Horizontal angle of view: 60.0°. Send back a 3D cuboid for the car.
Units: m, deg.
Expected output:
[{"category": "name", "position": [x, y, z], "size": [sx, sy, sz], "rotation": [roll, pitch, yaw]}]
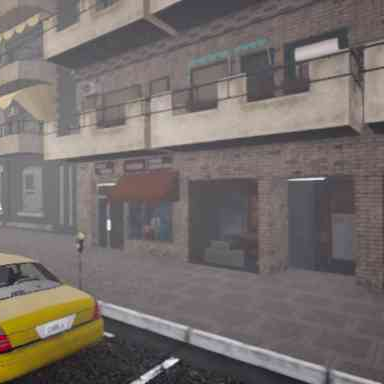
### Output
[{"category": "car", "position": [-3.447, 1.513, 5.185], "size": [4.829, 1.417, 1.752], "rotation": [0, -1, 35]}]
